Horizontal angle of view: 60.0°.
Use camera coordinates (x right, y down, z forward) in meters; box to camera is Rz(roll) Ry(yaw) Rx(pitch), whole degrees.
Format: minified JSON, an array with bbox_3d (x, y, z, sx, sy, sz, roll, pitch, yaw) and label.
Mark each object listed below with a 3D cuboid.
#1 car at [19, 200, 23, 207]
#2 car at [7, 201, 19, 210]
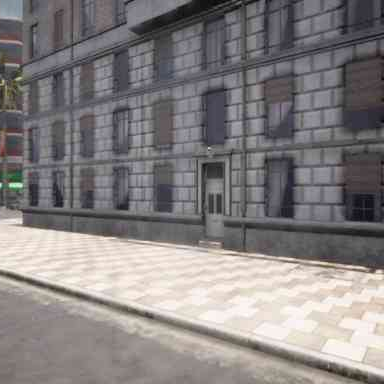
[{"bbox_3d":[-17.758,1.526,40.143,1.812,1.442,4.674,0,0,36],"label":"car"},{"bbox_3d":[-20.853,1.564,41.828,1.994,1.385,4.181,0,0,36],"label":"car"}]
